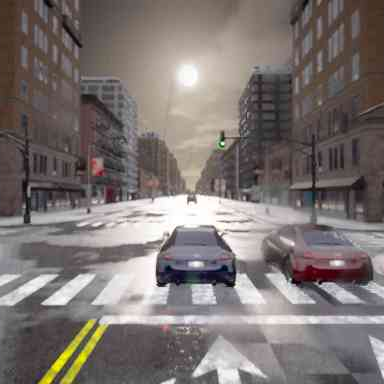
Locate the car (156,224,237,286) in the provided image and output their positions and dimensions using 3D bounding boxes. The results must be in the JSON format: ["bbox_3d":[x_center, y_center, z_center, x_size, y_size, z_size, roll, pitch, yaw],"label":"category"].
[{"bbox_3d":[0.096,1.613,9.545,1.994,1.385,4.181,0,0,0],"label":"car"}]

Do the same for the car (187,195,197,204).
[{"bbox_3d":[-0.014,1.574,72.294,2.150,2.045,5.566,0,0,0],"label":"car"}]

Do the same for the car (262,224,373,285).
[{"bbox_3d":[3.346,1.614,9.657,1.994,1.385,4.181,0,0,0],"label":"car"}]
